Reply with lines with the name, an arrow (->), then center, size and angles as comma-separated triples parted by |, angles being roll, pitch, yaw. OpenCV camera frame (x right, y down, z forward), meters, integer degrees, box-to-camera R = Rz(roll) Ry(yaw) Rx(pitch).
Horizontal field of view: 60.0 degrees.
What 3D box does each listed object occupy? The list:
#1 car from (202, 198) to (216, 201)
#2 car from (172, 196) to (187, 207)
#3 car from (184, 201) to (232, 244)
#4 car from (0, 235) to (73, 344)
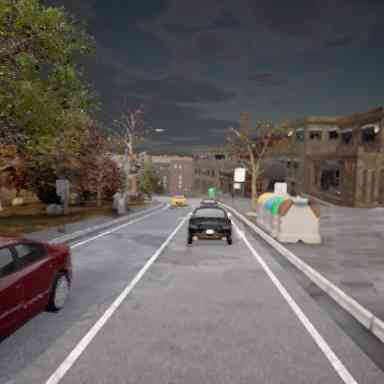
car -> 1.722, 1.383, 33.734 | 1.812, 1.442, 4.674 | 1, 0, 3
car -> -1.803, 1.251, 46.920 | 1.882, 1.535, 5.008 | 0, 0, -1
car -> 0.829, 1.415, 15.668 | 1.882, 1.535, 5.008 | 1, 0, 3
car -> -3.393, 1.427, 4.744 | 1.882, 1.535, 5.008 | 0, 0, 2
